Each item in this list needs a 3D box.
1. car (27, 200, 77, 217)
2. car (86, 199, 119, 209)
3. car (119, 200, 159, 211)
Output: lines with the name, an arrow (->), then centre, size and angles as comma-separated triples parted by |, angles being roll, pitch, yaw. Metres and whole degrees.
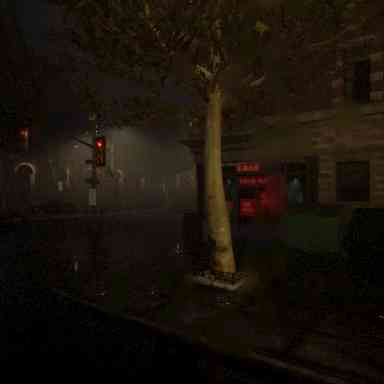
car -> -13.376, 1.526, 31.956 | 1.812, 1.442, 4.674 | 0, 0, 36
car -> -11.959, 1.595, 45.174 | 1.895, 1.301, 4.718 | 0, 0, 36
car -> -6.351, 1.601, 41.575 | 1.895, 1.301, 4.718 | 0, 0, 36
